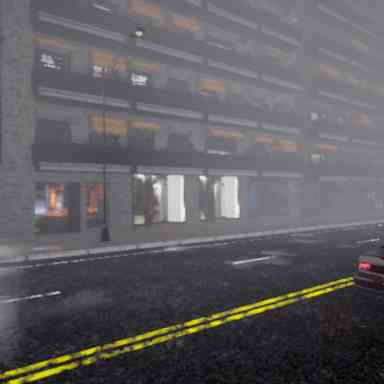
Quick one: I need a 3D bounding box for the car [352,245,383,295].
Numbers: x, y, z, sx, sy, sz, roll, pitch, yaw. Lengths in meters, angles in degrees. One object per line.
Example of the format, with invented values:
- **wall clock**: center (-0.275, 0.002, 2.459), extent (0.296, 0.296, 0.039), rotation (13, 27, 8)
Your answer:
- **car**: center (5.861, 1.556, 7.664), extent (5.357, 1.411, 2.033), rotation (0, 0, -35)
